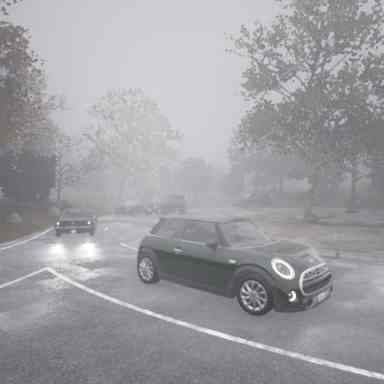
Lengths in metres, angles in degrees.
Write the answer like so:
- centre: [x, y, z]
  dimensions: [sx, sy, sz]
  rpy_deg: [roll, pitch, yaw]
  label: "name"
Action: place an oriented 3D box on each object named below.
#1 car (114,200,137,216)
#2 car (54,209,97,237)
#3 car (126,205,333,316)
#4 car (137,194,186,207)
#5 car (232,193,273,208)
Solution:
- centre: [-5.489, 1.471, 31.999]
  dimensions: [1.882, 1.535, 5.008]
  rpy_deg: [0, 0, 23]
  label: "car"
- centre: [-6.248, 1.599, 18.238]
  dimensions: [1.895, 1.301, 4.718]
  rpy_deg: [0, 0, -14]
  label: "car"
- centre: [0.765, 1.349, 7.702]
  dimensions: [4.553, 1.767, 2.097]
  rpy_deg: [0, 0, 43]
  label: "car"
- centre: [-2.496, 1.213, 31.570]
  dimensions: [2.150, 2.045, 5.566]
  rpy_deg: [-1, 0, 26]
  label: "car"
- centre: [8.244, 1.123, 44.638]
  dimensions: [5.566, 2.045, 2.150]
  rpy_deg: [0, 0, -14]
  label: "car"
